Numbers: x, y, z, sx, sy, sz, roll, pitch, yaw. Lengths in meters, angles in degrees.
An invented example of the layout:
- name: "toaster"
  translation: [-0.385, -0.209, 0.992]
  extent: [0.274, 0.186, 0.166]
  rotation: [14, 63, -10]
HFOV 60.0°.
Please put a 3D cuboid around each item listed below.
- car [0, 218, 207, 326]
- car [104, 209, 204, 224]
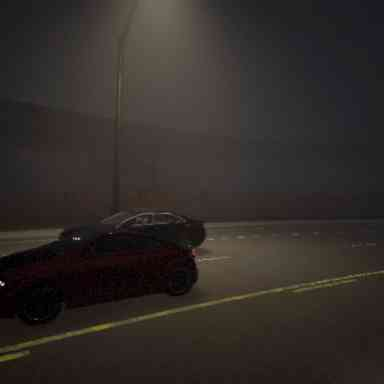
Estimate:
- name: "car"
  translation: [-1.917, 1.444, 6.813]
  extent: [4.181, 1.385, 1.994]
  rotation: [0, 1, -33]
- name: "car"
  translation: [-1.825, 1.327, 11.035]
  extent: [4.902, 1.511, 2.128]
  rotation: [1, 0, -31]
